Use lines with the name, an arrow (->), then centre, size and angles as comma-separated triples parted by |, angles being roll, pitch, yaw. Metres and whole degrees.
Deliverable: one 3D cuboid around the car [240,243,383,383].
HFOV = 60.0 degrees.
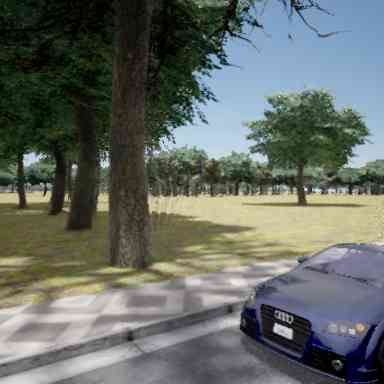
car -> 2.769, 1.570, 5.351 | 4.181, 1.385, 1.994 | 0, 0, -35
